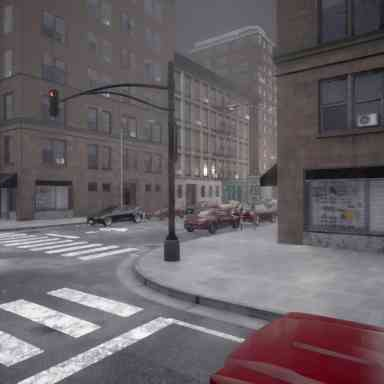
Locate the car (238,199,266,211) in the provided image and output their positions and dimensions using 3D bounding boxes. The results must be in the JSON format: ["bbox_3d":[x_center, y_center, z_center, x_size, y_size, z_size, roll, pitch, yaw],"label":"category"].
[{"bbox_3d":[7.486,1.600,41.494,1.802,1.307,4.206,0,0,36],"label":"car"}]

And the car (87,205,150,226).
[{"bbox_3d":[-5.352,1.590,23.538,1.947,1.339,4.313,0,0,36],"label":"car"}]

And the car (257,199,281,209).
[{"bbox_3d":[10.695,1.601,45.983,1.802,1.307,4.206,0,0,36],"label":"car"}]

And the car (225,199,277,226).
[{"bbox_3d":[4.387,1.412,23.362,1.967,1.590,4.097,0,0,36],"label":"car"}]

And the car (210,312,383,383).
[{"bbox_3d":[2.381,1.601,1.991,4.718,1.301,1.895,0,0,36],"label":"car"}]

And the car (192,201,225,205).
[{"bbox_3d":[1.067,1.565,32.516,1.887,1.381,4.507,0,0,36],"label":"car"}]

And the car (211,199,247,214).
[{"bbox_3d":[4.177,1.544,36.867,1.752,1.417,4.829,0,0,36],"label":"car"}]

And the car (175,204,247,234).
[{"bbox_3d":[1.178,1.555,18.872,1.802,1.307,4.206,0,0,36],"label":"car"}]

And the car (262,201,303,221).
[{"bbox_3d":[7.696,1.495,27.990,1.752,1.417,4.829,0,0,36],"label":"car"}]

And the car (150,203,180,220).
[{"bbox_3d":[-2.142,1.604,28.027,1.802,1.307,4.206,0,0,36],"label":"car"}]
